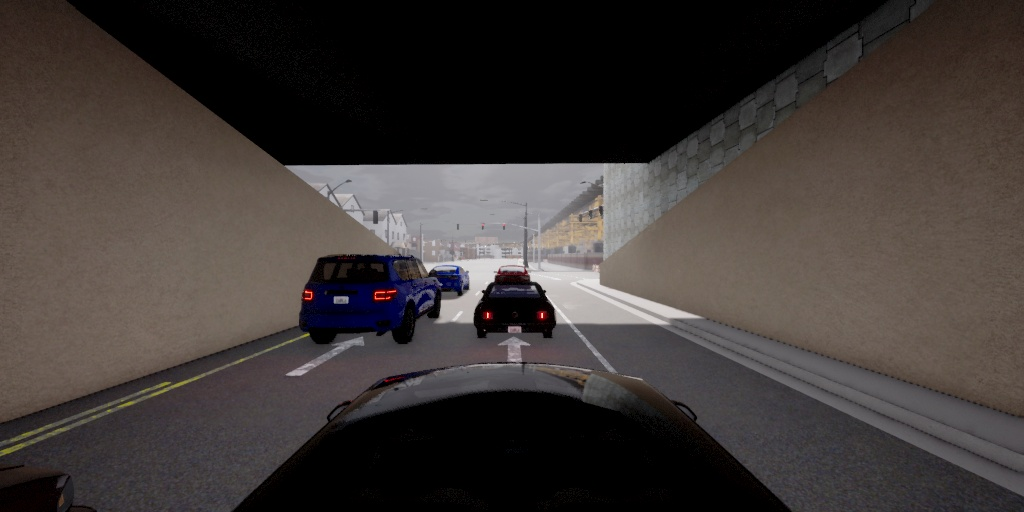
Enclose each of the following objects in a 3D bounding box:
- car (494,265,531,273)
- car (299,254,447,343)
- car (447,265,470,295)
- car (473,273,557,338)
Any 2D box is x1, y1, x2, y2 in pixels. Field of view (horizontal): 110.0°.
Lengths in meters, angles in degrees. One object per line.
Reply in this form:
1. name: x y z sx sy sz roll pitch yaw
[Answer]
1. car: 0.016 1.228 19.537 1.882 1.535 5.008 0 0 0
2. car: -3.437 0.971 9.851 2.150 2.045 5.566 0 0 0
3. car: -3.485 1.228 19.788 1.882 1.535 5.008 0 0 0
4. car: 0.058 1.351 10.200 1.895 1.301 4.718 0 0 0
